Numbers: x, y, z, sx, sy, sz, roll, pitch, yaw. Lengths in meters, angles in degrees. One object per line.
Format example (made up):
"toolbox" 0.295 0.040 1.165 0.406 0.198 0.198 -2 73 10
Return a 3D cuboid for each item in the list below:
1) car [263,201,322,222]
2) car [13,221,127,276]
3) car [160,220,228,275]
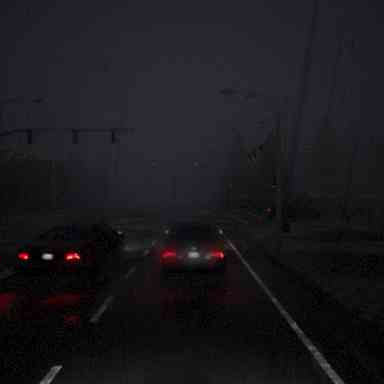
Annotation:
"car" 8.386 1.526 27.870 4.553 1.767 2.097 0 -1 2
"car" -3.444 1.614 10.483 2.033 1.411 5.357 0 0 0
"car" 0.057 1.615 10.682 2.033 1.411 5.357 0 0 0
